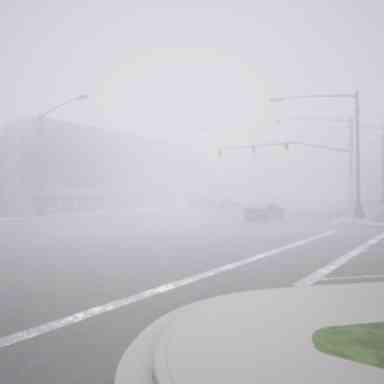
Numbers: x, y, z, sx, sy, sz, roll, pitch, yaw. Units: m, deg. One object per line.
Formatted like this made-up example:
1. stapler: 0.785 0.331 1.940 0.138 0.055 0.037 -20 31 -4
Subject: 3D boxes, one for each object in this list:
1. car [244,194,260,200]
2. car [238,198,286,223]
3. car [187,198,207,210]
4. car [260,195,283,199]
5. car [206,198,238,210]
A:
1. car: 10.579 1.120 57.541 1.812 1.442 4.674 -1 1 35
2. car: 5.802 1.532 26.209 1.882 1.535 5.008 -1 0 35
3. car: 1.257 1.514 44.283 2.128 1.511 4.902 -1 1 35
4. car: 13.688 1.146 55.884 1.895 1.301 4.718 -1 1 35
5. car: 4.182 1.582 42.358 1.895 1.301 4.718 -1 1 35
